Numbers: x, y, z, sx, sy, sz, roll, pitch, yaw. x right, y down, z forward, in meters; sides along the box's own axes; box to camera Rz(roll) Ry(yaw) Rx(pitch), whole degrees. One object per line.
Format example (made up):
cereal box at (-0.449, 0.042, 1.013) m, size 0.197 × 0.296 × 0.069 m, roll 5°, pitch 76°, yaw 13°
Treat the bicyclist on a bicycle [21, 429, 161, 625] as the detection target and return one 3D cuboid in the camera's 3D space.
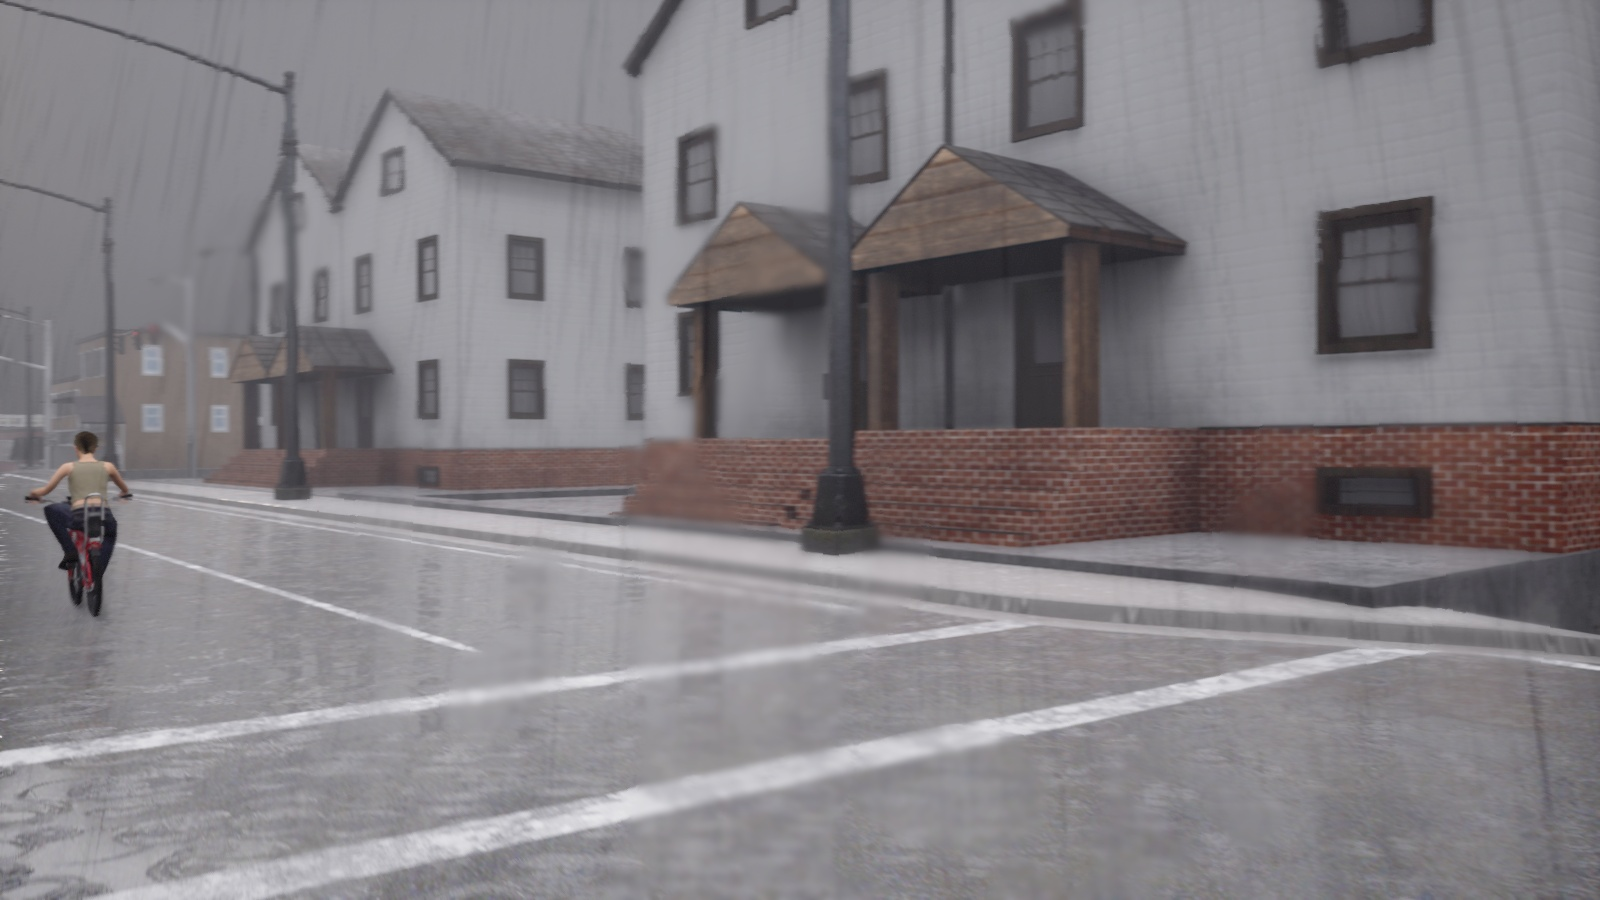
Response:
bicyclist on a bicycle at (-6.348, 0.628, 11.214) m, size 0.866 × 1.612 × 1.509 m, roll -1°, pitch 0°, yaw -38°
